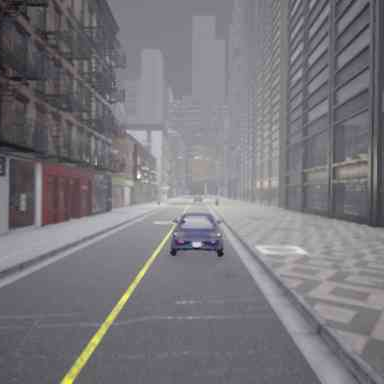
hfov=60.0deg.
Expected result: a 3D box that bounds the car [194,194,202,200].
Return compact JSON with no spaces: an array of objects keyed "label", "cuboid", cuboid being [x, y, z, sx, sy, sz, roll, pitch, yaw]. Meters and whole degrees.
[{"label":"car","cuboid":[1.548,1.309,89.357,2.097,1.767,4.553,1,0,1]}]

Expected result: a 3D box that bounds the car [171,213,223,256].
[{"label":"car","cuboid":[0.204,1.532,13.093,1.812,1.442,4.674,1,0,1]}]

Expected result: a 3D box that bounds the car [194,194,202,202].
[{"label":"car","cuboid":[1.368,1.651,79.347,1.994,1.385,4.181,1,0,1]}]
